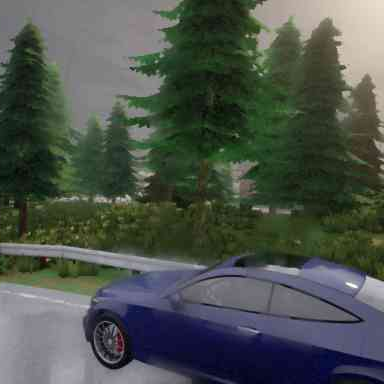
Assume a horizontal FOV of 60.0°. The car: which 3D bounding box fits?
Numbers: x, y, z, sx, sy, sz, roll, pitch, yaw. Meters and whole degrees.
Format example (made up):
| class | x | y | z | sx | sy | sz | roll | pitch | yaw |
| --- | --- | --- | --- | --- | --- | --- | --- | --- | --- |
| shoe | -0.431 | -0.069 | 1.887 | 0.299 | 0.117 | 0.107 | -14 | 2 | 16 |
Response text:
| class | x | y | z | sx | sy | sz | roll | pitch | yaw |
| --- | --- | --- | --- | --- | --- | --- | --- | --- | --- |
| car | 0.752 | 1.499 | 4.100 | 4.674 | 1.442 | 1.812 | 1 | 1 | 31 |
